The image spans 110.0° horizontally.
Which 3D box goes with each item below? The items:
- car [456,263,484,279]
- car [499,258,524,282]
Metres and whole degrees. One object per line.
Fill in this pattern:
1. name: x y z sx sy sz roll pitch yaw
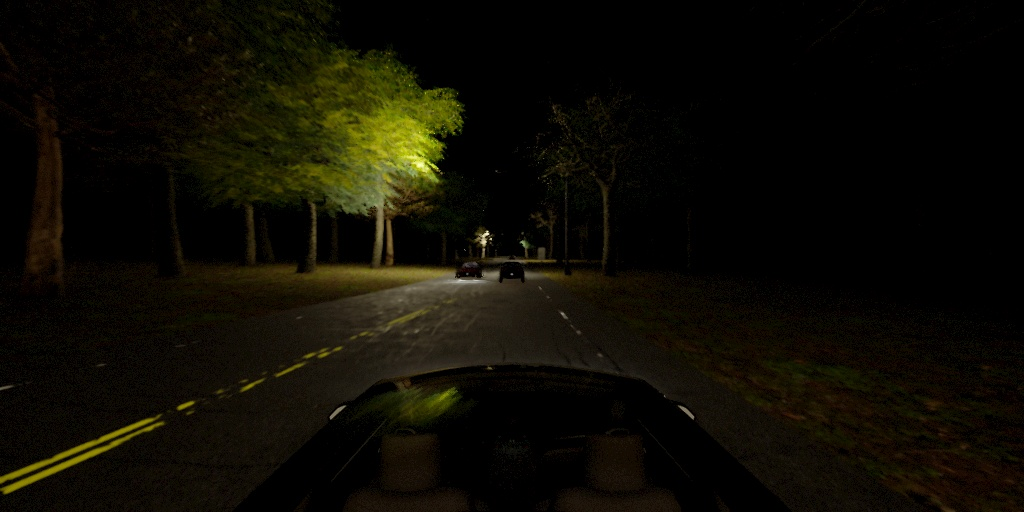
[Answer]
1. car: -3.593 1.262 31.148 1.994 1.385 4.181 0 0 1
2. car: -0.013 1.188 28.959 1.882 1.535 5.008 0 0 0
